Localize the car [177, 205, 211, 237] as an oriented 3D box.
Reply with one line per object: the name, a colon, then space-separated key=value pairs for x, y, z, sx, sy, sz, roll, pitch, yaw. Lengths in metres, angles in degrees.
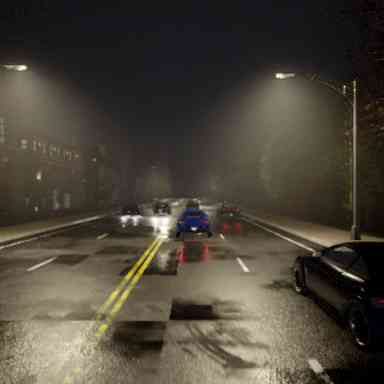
car: x=0.102 y=1.696 z=19.082 sx=1.812 sy=1.442 sz=4.674 roll=0 pitch=0 yaw=0

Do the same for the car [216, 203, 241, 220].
car: x=3.351 y=1.764 z=30.802 sx=2.128 sy=1.511 sz=4.902 roll=0 pitch=0 yaw=0

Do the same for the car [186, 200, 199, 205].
car: x=0.101 y=1.925 z=49.438 sx=2.128 sy=1.511 sz=4.902 roll=0 pitch=0 yaw=0

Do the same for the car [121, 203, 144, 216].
car: x=-6.580 y=1.891 z=37.019 sx=1.994 sy=1.385 sz=4.181 roll=0 pitch=-1 yaw=0

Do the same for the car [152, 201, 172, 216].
car: x=-3.329 y=1.824 z=37.611 sx=2.128 sy=1.511 sz=4.902 roll=0 pitch=-1 yaw=0

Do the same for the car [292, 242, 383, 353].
car: x=3.350 y=1.620 z=6.220 sx=1.994 sy=1.385 sz=4.181 roll=0 pitch=-1 yaw=0
